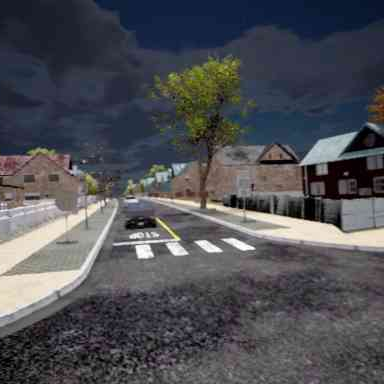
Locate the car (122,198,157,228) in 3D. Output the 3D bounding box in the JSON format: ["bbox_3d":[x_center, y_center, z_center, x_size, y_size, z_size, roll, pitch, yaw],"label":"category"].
[{"bbox_3d":[-3.372,1.374,21.164,2.033,1.411,5.357,-3,1,-11],"label":"car"}]

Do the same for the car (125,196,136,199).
[{"bbox_3d":[-8.330,1.277,45.100,1.812,1.442,4.674,-3,1,-12],"label":"car"}]
